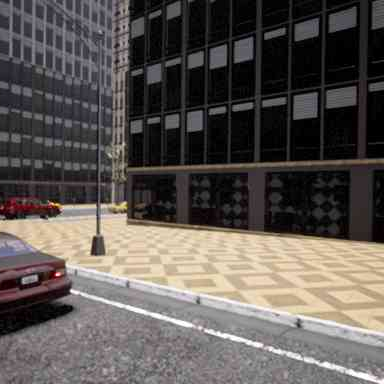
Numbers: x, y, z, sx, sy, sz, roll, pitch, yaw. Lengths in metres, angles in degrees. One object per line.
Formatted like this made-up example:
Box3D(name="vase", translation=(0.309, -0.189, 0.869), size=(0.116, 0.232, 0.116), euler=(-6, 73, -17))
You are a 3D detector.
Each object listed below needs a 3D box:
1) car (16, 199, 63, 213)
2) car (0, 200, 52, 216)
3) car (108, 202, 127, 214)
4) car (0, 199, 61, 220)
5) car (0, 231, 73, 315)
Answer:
Box3D(name="car", translation=(-17.898, 1.621, 39.199), size=(1.752, 1.417, 4.829), euler=(1, 0, 37))
Box3D(name="car", translation=(-17.640, 1.617, 35.185), size=(1.837, 1.490, 4.892), euler=(1, 0, 37))
Box3D(name="car", translation=(-7.604, 1.814, 39.010), size=(1.752, 1.417, 4.829), euler=(1, 0, 37))
Box3D(name="car", translation=(-14.424, 1.503, 29.816), size=(2.192, 1.841, 5.009), euler=(1, 0, 37))
Box3D(name="car", translation=(-4.819, 1.539, 7.137), size=(5.357, 1.411, 2.033), euler=(0, 0, 35))
